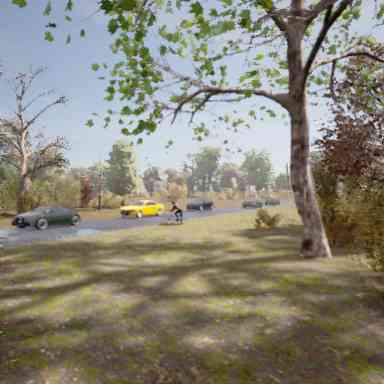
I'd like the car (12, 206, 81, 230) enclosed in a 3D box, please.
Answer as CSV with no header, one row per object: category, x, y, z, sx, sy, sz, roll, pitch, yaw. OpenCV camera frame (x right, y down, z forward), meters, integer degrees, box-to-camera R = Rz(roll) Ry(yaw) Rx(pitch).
car,-9.213,1.579,21.377,1.994,1.385,4.181,0,0,28

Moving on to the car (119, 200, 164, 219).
car,-4.510,1.509,30.288,1.882,1.535,5.008,0,0,28

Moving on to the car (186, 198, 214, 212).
car,1.053,1.527,40.800,1.882,1.535,5.008,0,0,28

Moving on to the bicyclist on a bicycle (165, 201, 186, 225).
bicyclist on a bicycle,-1.158,1.470,23.035,1.656,1.620,0.582,0,0,28

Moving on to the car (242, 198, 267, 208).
car,8.956,1.606,48.967,2.033,1.411,5.357,0,0,28

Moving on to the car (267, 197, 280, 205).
car,14.234,1.636,58.980,1.994,1.385,4.181,0,0,28
